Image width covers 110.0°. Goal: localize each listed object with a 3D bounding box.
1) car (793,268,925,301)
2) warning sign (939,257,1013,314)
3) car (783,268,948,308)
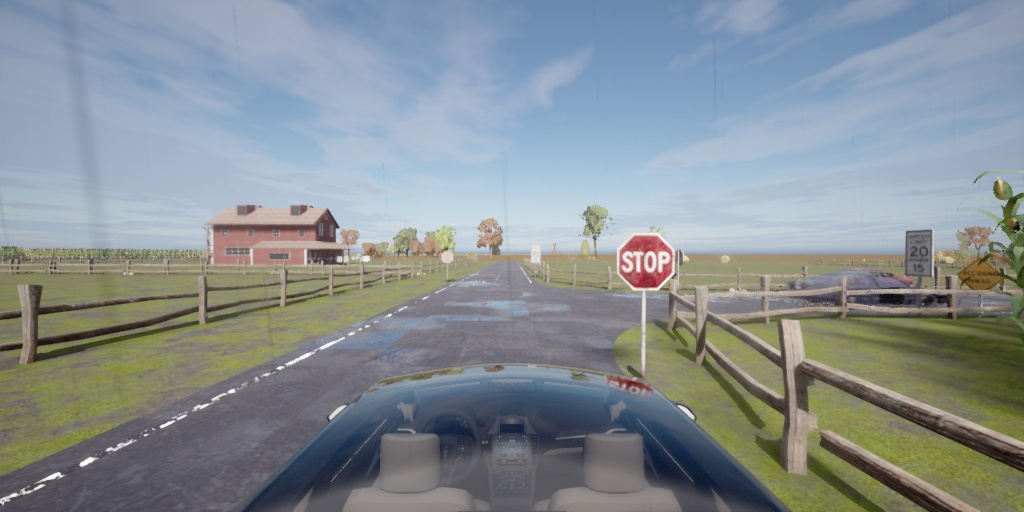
[{"bbox_3d":[16.743,1.330,17.460,4.674,1.442,1.812,0,1,0],"label":"car"},{"bbox_3d":[15.887,0.968,12.163,1.060,1.860,1.300,0,0,0],"label":"warning sign"},{"bbox_3d":[14.439,1.368,14.775,5.357,1.411,2.033,0,1,4],"label":"car"}]
